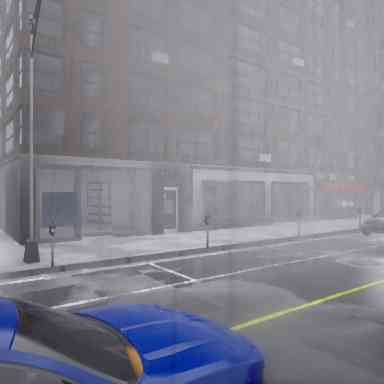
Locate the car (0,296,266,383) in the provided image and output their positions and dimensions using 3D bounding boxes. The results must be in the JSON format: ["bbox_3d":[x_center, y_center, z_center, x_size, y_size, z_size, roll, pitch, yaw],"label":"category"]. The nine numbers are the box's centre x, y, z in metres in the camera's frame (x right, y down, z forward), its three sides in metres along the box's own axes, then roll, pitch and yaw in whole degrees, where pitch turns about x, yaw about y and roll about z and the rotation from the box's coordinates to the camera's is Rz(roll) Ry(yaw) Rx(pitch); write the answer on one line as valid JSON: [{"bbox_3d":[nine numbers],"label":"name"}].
[{"bbox_3d":[-1.633,1.477,2.116,5.008,1.535,1.882,0,0,-35],"label":"car"}]

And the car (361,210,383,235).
[{"bbox_3d":[10.616,1.581,17.470,4.206,1.307,1.802,0,0,-35],"label":"car"}]
